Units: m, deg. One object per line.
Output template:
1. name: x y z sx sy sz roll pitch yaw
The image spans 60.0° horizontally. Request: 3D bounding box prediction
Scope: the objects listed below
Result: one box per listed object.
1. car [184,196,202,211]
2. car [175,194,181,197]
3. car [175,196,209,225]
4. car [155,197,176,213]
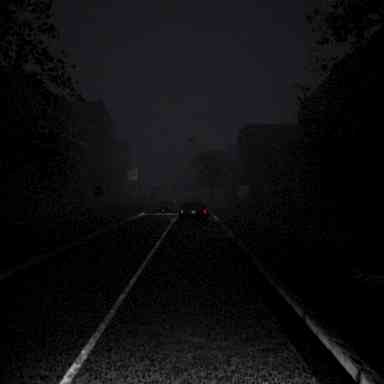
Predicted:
1. car: 0.117 1.422 42.205 2.097 1.767 4.553 0 0 0
2. car: -3.221 1.272 79.345 1.812 1.442 4.674 0 1 0
3. car: 0.106 1.391 24.461 2.097 1.767 4.553 0 0 0
4. car: -3.104 1.609 37.841 2.033 1.411 5.357 0 0 0
